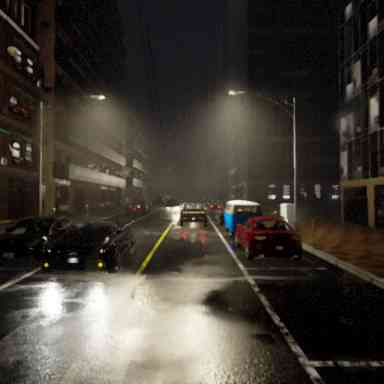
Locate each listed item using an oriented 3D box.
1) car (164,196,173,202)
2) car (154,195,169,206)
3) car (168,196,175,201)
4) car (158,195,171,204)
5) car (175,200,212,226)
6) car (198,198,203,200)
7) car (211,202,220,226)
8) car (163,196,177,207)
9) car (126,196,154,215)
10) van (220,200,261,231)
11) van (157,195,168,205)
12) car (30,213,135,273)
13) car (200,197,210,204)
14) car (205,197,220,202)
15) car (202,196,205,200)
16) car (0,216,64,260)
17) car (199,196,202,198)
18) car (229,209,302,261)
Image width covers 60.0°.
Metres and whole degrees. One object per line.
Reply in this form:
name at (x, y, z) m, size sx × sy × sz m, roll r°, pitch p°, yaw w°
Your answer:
car at (-5.659, 1.734, 80.690) m, size 1.752 × 1.417 × 4.829 m, roll 1°, pitch 0°, yaw 0°
car at (-5.661, 1.590, 58.070) m, size 1.967 × 1.590 × 4.097 m, roll 1°, pitch 0°, yaw 0°
car at (-5.658, 1.785, 92.255) m, size 1.887 × 1.381 × 4.507 m, roll 1°, pitch 0°, yaw 0°
car at (-5.657, 1.494, 69.465) m, size 2.192 × 1.841 × 5.009 m, roll 1°, pitch 0°, yaw 0°
car at (0.105, 1.554, 24.037) m, size 2.128 × 1.511 × 4.902 m, roll 0°, pitch 0°, yaw 0°
car at (0.108, 1.709, 41.731) m, size 1.895 × 1.301 × 4.718 m, roll 0°, pitch 0°, yaw 0°
car at (2.677, 1.628, 23.755) m, size 1.947 × 1.339 × 4.313 m, roll 1°, pitch 0°, yaw 0°
car at (-3.054, 1.701, 53.287) m, size 1.994 × 1.385 × 4.181 m, roll 0°, pitch 0°, yaw 0°
car at (-5.663, 1.407, 35.279) m, size 2.192 × 1.841 × 5.009 m, roll 1°, pitch 0°, yaw 0°
van at (2.680, 1.388, 18.058) m, size 1.690 × 1.788 × 3.998 m, roll 1°, pitch 0°, yaw 0°
van at (-5.658, 1.505, 63.768) m, size 1.690 × 1.788 × 3.998 m, roll 1°, pitch 0°, yaw 0°
car at (-3.097, 1.592, 10.656) m, size 1.994 × 1.385 × 4.181 m, roll 0°, pitch 0°, yaw 0°
car at (2.686, 1.704, 69.508) m, size 1.752 × 1.417 × 4.829 m, roll 1°, pitch 0°, yaw 0°
car at (2.681, 1.531, 35.152) m, size 1.967 × 1.590 × 4.097 m, roll 1°, pitch 0°, yaw 0°
car at (2.682, 1.646, 46.717) m, size 1.752 × 1.417 × 4.829 m, roll 1°, pitch 0°, yaw 0°
car at (-5.673, 1.599, 12.487) m, size 1.947 × 1.339 × 4.313 m, roll 1°, pitch 0°, yaw 0°
car at (2.683, 1.700, 57.943) m, size 2.008 × 1.369 × 4.403 m, roll 1°, pitch 0°, yaw 0°
car at (2.675, 1.577, 12.360) m, size 1.887 × 1.381 × 4.507 m, roll 1°, pitch 0°, yaw 0°
